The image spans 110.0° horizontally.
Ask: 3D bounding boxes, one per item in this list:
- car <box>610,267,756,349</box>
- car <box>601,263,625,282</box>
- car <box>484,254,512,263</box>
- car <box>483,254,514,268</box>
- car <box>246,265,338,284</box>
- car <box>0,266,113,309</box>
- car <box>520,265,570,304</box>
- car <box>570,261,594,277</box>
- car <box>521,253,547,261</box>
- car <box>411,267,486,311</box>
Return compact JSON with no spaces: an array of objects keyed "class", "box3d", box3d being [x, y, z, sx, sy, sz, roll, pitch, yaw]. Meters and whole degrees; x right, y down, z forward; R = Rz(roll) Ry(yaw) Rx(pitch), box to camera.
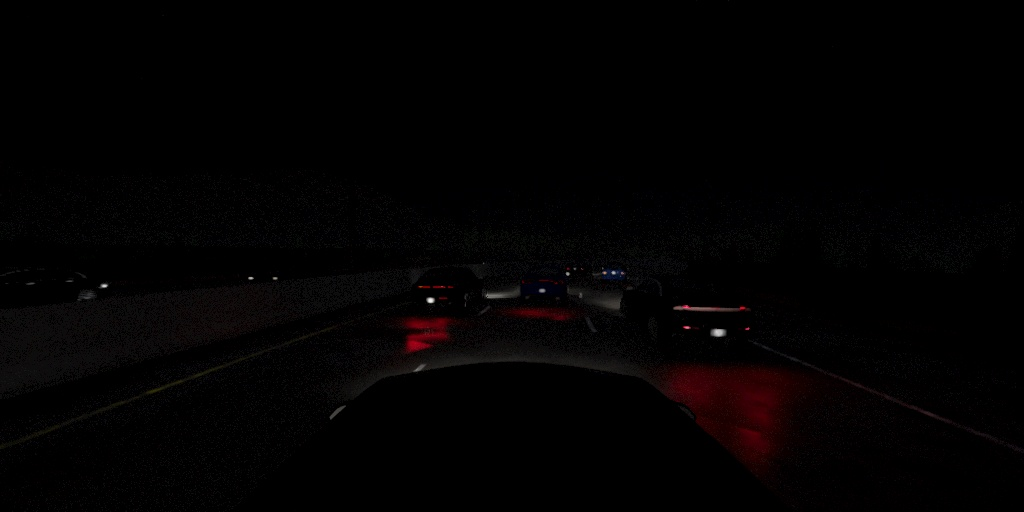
[{"class":"car","box3d":[4.127,1.222,9.187,2.128,1.511,4.902,0,0,5]},{"class":"car","box3d":[7.752,1.201,27.012,2.033,1.411,5.357,0,0,18]},{"class":"car","box3d":[-1.722,0.883,41.724,2.097,1.767,4.553,0,0,24]},{"class":"car","box3d":[-2.093,0.697,56.219,2.150,2.045,5.566,0,0,31]},{"class":"car","box3d":[-12.133,1.197,20.159,1.895,1.301,4.718,0,0,11]},{"class":"car","box3d":[-16.838,1.122,12.040,1.837,1.490,4.892,0,0,7]},{"class":"car","box3d":[1.547,1.159,16.155,1.882,1.535,5.008,0,0,9]},{"class":"car","box3d":[6.436,1.159,33.716,2.033,1.411,5.357,0,0,22]},{"class":"car","box3d":[3.737,0.499,58.861,2.150,2.045,5.566,0,0,34]},{"class":"car","box3d":[-2.316,1.179,14.070,1.837,1.490,4.892,0,0,8]}]
